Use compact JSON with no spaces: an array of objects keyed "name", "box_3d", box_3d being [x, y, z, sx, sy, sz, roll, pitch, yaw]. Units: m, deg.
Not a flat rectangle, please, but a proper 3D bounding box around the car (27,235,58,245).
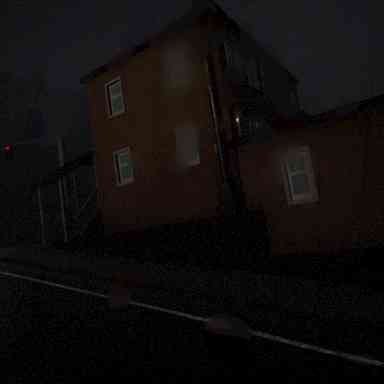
[{"name":"car","box_3d":[-12.128,4.598,29.482,2.128,1.511,4.902,-13,-12,35]}]
